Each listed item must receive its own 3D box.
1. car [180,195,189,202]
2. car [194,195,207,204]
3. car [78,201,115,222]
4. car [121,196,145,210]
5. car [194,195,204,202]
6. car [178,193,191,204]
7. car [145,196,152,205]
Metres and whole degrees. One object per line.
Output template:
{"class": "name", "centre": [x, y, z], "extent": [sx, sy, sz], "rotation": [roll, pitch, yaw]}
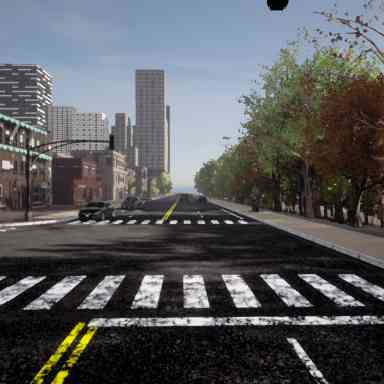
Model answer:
{"class": "car", "centre": [-1.751, 1.447, 74.245], "extent": [1.882, 1.535, 5.008], "rotation": [0, 0, -1]}
{"class": "car", "centre": [1.851, 1.454, 62.887], "extent": [1.882, 1.535, 5.008], "rotation": [0, 0, -1]}
{"class": "car", "centre": [-7.529, 1.497, 26.656], "extent": [1.837, 1.490, 4.892], "rotation": [0, 0, 2]}
{"class": "car", "centre": [-7.602, 1.336, 42.129], "extent": [2.097, 1.767, 4.553], "rotation": [0, 0, -1]}
{"class": "car", "centre": [1.508, 1.470, 72.992], "extent": [1.837, 1.490, 4.892], "rotation": [0, 0, -1]}
{"class": "car", "centre": [-1.416, 1.197, 63.663], "extent": [2.150, 2.045, 5.566], "rotation": [0, 0, -1]}
{"class": "car", "centre": [-7.946, 1.471, 57.498], "extent": [2.128, 1.511, 4.902], "rotation": [0, 0, -1]}
